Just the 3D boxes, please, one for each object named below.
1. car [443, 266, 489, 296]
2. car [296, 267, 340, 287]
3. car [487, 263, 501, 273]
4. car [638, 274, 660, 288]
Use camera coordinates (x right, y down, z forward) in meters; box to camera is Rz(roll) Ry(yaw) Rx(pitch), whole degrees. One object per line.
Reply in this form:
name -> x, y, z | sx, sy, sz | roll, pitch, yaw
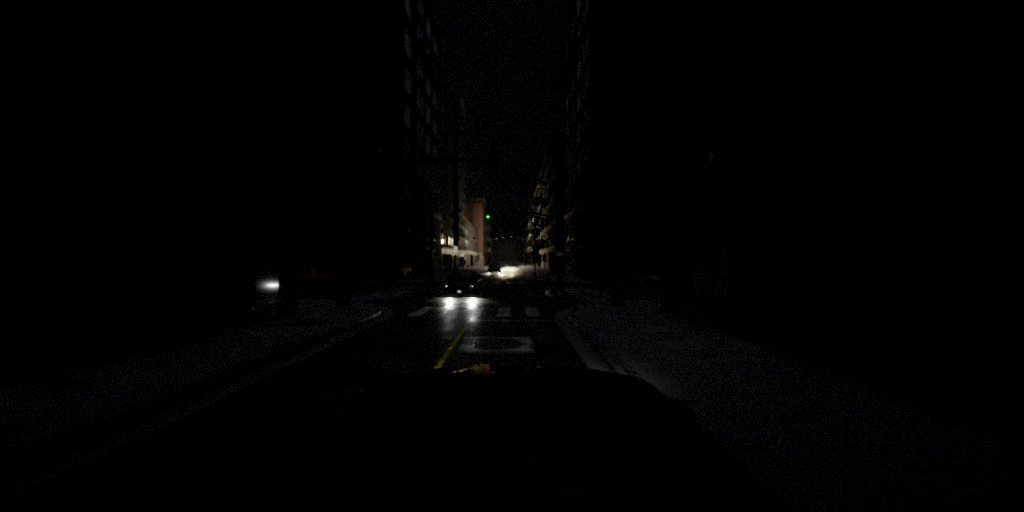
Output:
car -> -2.715, 1.491, 21.136 | 2.033, 1.411, 5.357 | 0, -1, 0
car -> -15.204, 1.512, 26.094 | 4.829, 1.417, 1.751 | 0, 0, 0
car -> -2.646, 1.761, 54.312 | 1.882, 1.535, 5.008 | 0, 1, 0
car -> 11.679, 1.539, 26.001 | 4.829, 1.417, 1.751 | 0, 0, 0
